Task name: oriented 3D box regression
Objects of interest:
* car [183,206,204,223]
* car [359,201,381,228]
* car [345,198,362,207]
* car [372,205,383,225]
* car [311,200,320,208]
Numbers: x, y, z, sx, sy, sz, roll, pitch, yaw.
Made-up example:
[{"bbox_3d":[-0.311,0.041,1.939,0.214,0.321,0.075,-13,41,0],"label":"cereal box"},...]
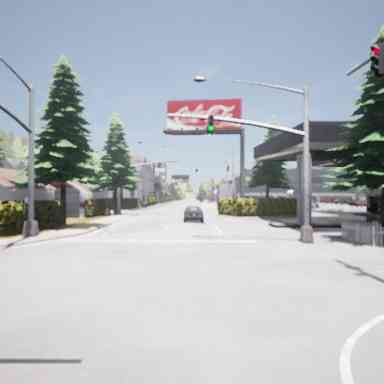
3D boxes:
[{"bbox_3d":[0.140,2.007,30.665,2.033,1.411,5.357,1,0,-1],"label":"car"},{"bbox_3d":[14.345,1.781,23.406,3.866,1.878,1.905,0,-1,0],"label":"car"},{"bbox_3d":[34.835,2.316,70.282,2.007,1.523,4.514,0,-1,0],"label":"car"},{"bbox_3d":[18.666,2.015,29.078,4.611,1.667,2.242,0,-1,0],"label":"car"},{"bbox_3d":[22.440,2.288,62.477,1.970,1.475,3.806,0,-1,0],"label":"car"}]
